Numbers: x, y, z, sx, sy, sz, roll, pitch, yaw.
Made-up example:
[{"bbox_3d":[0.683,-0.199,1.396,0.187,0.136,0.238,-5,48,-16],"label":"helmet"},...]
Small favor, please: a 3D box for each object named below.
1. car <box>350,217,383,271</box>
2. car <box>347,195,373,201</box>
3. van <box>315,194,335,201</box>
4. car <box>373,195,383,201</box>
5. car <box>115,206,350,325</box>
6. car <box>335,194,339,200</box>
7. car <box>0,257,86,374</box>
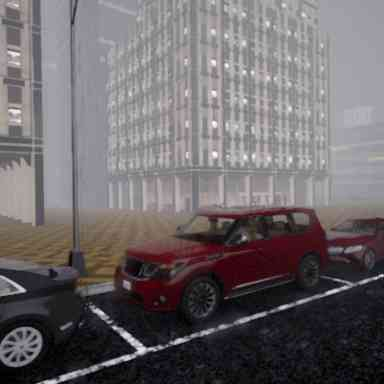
[{"bbox_3d":[5.445,1.473,10.403,4.206,1.307,1.802,-1,0,-35],"label":"car"},{"bbox_3d":[35.887,1.403,72.009,1.887,1.381,4.507,-2,0,-36],"label":"car"},{"bbox_3d":[30.990,1.322,78.912,1.690,1.788,3.998,-2,0,-36],"label":"van"},{"bbox_3d":[42.411,1.304,77.570,1.802,1.307,4.206,-2,0,-36],"label":"car"},{"bbox_3d":[0.930,1.264,7.210,5.009,1.841,2.192,-1,0,-35],"label":"car"},{"bbox_3d":[35.848,1.325,86.572,1.967,1.590,4.097,-2,0,-36],"label":"car"},{"bbox_3d":[-3.579,1.557,4.017,4.403,1.369,2.008,-1,0,-35],"label":"car"}]
